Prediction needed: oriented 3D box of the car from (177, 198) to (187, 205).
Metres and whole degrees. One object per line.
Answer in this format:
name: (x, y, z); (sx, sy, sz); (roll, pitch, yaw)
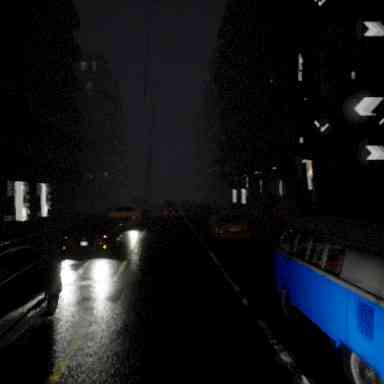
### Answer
car: (-2.034, 1.899, 66.877); (1.887, 1.381, 4.507); (-1, 0, -4)

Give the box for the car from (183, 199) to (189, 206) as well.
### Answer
car: (0.405, 1.681, 32.990); (1.887, 1.381, 4.507); (-1, 0, -4)

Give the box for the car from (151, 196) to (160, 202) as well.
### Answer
car: (-8.581, 1.619, 78.503); (1.882, 1.535, 5.008); (-1, 0, -4)

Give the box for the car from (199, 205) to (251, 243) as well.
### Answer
car: (1.612, 1.561, 16.220); (1.752, 1.417, 4.829); (-1, 0, -4)

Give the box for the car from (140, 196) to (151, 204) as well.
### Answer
car: (-11.617, 1.924, 83.237); (2.192, 1.841, 5.009); (-1, 0, -4)

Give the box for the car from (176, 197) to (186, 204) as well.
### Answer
car: (-2.442, 1.832, 72.523); (1.967, 1.590, 4.097); (-1, 0, -4)

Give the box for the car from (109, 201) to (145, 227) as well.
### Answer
car: (-4.754, 1.652, 24.128); (1.882, 1.535, 5.008); (-1, 0, -4)

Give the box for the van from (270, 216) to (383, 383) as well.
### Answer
van: (2.435, 1.319, 4.757); (1.690, 1.788, 3.998); (-1, 0, -4)

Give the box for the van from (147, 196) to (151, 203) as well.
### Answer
van: (-11.209, 1.905, 77.591); (1.690, 1.788, 3.998); (-1, 0, -4)

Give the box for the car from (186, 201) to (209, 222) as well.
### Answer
car: (0.811, 1.645, 27.344); (1.887, 1.381, 4.507); (-1, 0, -4)

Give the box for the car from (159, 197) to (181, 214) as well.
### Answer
car: (-2.597, 1.692, 38.606); (1.882, 1.535, 5.008); (-1, 0, -4)

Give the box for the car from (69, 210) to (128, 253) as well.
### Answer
car: (-4.032, 1.680, 13.920); (1.994, 1.385, 4.181); (-1, 0, -5)

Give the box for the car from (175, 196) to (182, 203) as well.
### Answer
car: (-3.662, 1.964, 89.462); (1.967, 1.590, 4.097); (-1, 0, -4)

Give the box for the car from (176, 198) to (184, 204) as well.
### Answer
car: (-2.847, 2.014, 78.171); (1.802, 1.307, 4.206); (-1, 0, -4)

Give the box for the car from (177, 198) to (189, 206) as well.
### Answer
car: (-1.627, 1.869, 61.229); (2.008, 1.369, 4.403); (-1, 0, -4)

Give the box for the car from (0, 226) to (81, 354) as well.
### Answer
car: (-3.369, 1.562, 4.748); (2.128, 1.511, 4.902); (-1, 0, -4)

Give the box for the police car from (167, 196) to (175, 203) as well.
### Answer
police car: (-5.668, 1.993, 91.039); (1.930, 1.638, 5.238); (-1, 0, -6)

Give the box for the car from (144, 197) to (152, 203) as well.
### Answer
car: (-12.426, 2.249, 94.529); (1.887, 1.381, 4.507); (-1, 0, -4)

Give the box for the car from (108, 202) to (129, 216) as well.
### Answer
car: (-8.360, 1.886, 38.056); (1.802, 1.307, 4.206); (-1, 0, -4)

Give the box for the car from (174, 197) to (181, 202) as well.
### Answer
car: (-4.079, 2.099, 95.278); (1.752, 1.417, 4.829); (-1, 0, -4)

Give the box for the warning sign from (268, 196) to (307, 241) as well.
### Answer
warning sign: (4.114, 1.103, 14.456); (1.300, 1.860, 1.060); (-1, 0, -4)

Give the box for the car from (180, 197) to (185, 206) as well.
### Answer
car: (-1.221, 1.832, 55.581); (2.008, 1.369, 4.403); (-1, 0, -4)

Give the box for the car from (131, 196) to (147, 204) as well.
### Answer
car: (-9.990, 1.764, 60.649); (2.192, 1.841, 5.009); (-1, 0, -4)
